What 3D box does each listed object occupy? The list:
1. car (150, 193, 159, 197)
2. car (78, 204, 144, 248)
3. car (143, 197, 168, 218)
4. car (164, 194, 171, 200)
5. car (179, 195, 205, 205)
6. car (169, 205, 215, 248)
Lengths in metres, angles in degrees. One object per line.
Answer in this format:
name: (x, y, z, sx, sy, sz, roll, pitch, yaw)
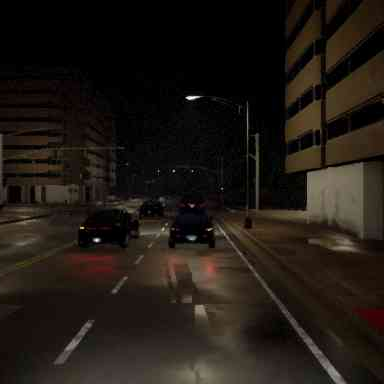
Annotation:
car: (-10.500, 1.172, 93.494, 2.150, 2.045, 5.566, 0, 0, 0)
car: (-3.500, 1.515, 14.650, 1.837, 1.490, 4.892, 0, 0, 0)
car: (-3.500, 1.484, 29.650, 1.882, 1.535, 5.008, 0, 0, 0)
car: (-7.000, 1.447, 93.524, 1.837, 1.490, 4.892, 0, 0, 0)
car: (0.000, 1.257, 29.680, 2.150, 2.045, 5.566, 0, 0, 0)
car: (0.000, 1.532, 14.650, 1.812, 1.442, 4.674, 0, 0, 0)
